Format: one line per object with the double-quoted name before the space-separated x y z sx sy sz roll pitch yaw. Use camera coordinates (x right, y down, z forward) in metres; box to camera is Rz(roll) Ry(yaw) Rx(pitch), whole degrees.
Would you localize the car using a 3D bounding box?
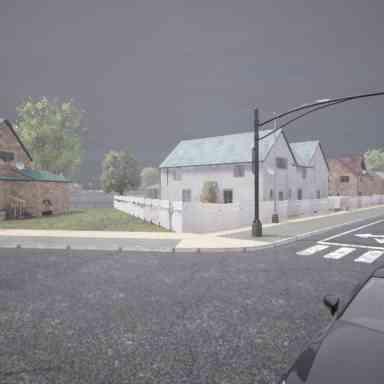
"car" 2.548 1.524 3.442 1.812 1.442 4.674 0 0 42
